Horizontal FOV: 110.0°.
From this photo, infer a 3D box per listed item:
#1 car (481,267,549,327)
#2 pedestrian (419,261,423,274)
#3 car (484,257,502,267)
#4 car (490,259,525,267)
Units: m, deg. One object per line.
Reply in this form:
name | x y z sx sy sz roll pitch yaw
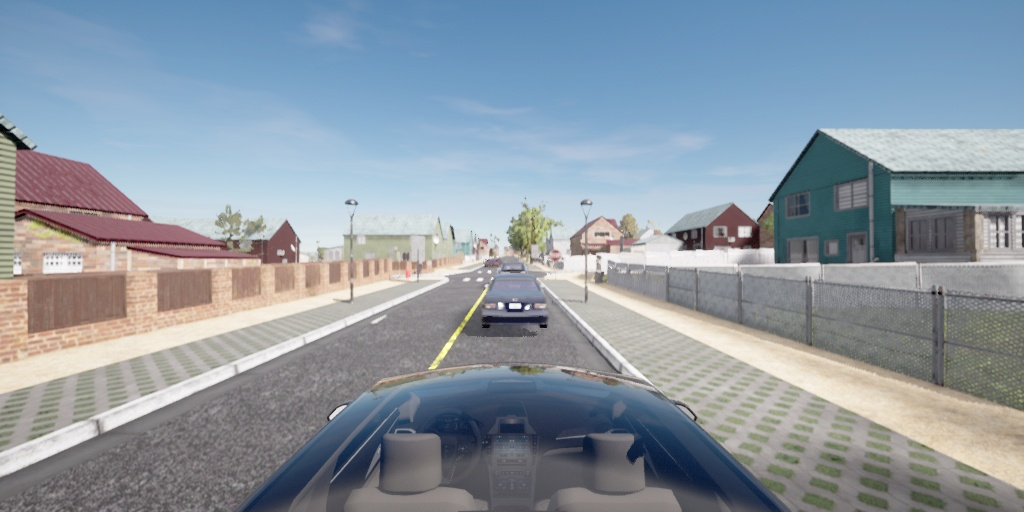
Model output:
car | 0.078 1.244 11.180 2.033 1.411 5.357 0 0 0
pedestrian | -9.781 0.991 38.215 0.375 1.860 0.375 0 1 0
car | -2.956 1.002 53.057 1.994 1.385 4.181 0 0 0
car | 0.092 1.124 21.861 2.128 1.511 4.902 0 0 1
